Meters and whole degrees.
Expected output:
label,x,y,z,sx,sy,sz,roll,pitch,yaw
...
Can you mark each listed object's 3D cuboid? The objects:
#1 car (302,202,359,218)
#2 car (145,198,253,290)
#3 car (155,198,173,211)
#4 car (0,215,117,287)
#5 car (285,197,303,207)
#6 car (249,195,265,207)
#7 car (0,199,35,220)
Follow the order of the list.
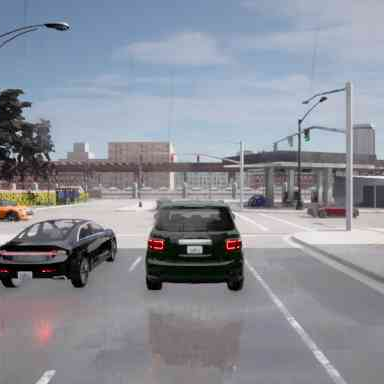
label,x,y,z,sx,sy,sz,roll,pitch,yaw
car,12.357,1.564,29.245,4.181,1.385,1.994,0,0,-1
car,0.074,1.221,9.190,2.150,2.045,5.566,0,0,0
car,-3.468,1.505,42.443,1.837,1.490,4.892,0,0,1
car,-3.430,1.492,9.274,2.128,1.511,4.902,0,0,0
car,15.398,1.456,50.142,1.970,1.475,3.806,0,0,0
car,9.654,1.295,49.373,2.242,1.667,4.611,0,0,0
car,-14.645,1.352,25.631,4.553,1.767,2.097,0,0,1
